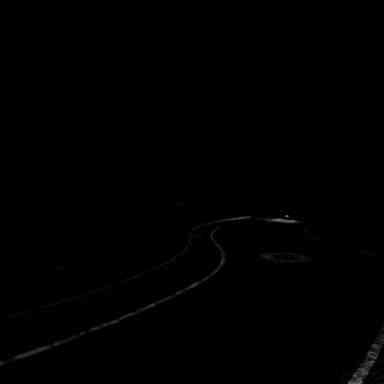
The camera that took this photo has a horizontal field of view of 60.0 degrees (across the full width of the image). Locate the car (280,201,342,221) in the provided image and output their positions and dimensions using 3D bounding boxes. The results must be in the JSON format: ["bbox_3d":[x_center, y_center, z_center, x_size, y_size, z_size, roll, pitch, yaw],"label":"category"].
[{"bbox_3d":[9.654,1.451,26.803,5.357,1.411,2.033,0,1,-28],"label":"car"}]
